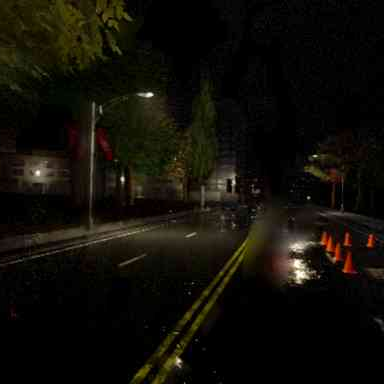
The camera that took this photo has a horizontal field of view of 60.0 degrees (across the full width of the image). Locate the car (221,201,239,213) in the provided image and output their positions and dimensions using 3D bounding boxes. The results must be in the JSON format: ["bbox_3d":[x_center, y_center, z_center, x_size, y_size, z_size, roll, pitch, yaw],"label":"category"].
[{"bbox_3d":[5.005,1.928,43.234,1.812,1.442,4.674,1,-1,15],"label":"car"}]

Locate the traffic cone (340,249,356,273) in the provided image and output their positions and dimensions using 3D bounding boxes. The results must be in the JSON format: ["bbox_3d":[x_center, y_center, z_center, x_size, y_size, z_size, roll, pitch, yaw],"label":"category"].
[{"bbox_3d":[4.734,2.103,10.009,0.340,0.580,0.340,1,0,15],"label":"traffic cone"}]

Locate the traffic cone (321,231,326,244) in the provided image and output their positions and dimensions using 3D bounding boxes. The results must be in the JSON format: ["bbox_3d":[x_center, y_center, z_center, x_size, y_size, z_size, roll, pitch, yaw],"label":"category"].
[{"bbox_3d":[6.309,2.168,15.798,0.340,0.580,0.340,1,0,15],"label":"traffic cone"}]

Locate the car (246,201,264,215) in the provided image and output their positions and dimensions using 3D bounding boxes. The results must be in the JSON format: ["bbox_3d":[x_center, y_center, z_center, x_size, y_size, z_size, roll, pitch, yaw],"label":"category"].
[{"bbox_3d":[7.793,1.948,41.103,1.837,1.490,4.892,1,-1,15],"label":"car"}]

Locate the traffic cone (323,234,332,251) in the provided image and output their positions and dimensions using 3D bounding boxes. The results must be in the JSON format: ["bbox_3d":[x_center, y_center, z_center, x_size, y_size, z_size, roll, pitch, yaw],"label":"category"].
[{"bbox_3d":[5.784,2.146,13.868,0.340,0.580,0.340,1,0,15],"label":"traffic cone"}]

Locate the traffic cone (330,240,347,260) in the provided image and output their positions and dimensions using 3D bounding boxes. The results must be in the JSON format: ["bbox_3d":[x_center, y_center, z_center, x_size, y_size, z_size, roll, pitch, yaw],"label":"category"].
[{"bbox_3d":[5.259,2.125,11.938,0.340,0.580,0.340,1,0,15],"label":"traffic cone"}]

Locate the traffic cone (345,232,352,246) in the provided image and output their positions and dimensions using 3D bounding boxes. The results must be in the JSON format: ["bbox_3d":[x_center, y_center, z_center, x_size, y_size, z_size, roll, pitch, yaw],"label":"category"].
[{"bbox_3d":[7.273,2.186,15.536,0.340,0.580,0.340,1,0,15],"label":"traffic cone"}]

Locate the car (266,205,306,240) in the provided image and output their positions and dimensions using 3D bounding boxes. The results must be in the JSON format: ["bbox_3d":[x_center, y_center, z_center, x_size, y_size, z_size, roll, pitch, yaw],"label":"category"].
[{"bbox_3d":[5.246,1.713,18.595,1.837,1.490,4.892,1,0,15],"label":"car"}]

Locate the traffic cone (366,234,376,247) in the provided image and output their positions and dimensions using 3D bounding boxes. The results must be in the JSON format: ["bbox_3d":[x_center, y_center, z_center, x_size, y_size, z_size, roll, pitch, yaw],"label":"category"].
[{"bbox_3d":[8.238,2.205,15.273,0.340,0.580,0.340,1,0,15],"label":"traffic cone"}]

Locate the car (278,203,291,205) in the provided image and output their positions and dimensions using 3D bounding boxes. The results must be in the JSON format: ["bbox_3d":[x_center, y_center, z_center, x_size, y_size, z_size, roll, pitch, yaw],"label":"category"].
[{"bbox_3d":[10.316,1.967,37.242,1.837,1.490,4.892,1,-1,15],"label":"car"}]
